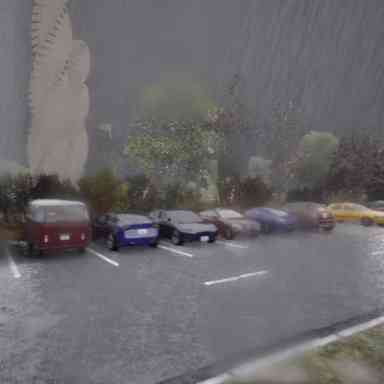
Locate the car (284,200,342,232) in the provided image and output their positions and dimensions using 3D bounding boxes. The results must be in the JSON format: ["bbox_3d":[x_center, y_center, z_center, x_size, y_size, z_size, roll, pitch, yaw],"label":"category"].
[{"bbox_3d":[6.306,1.376,20.343,2.185,1.767,4.553,0,0,-32],"label":"car"}]

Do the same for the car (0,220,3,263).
[{"bbox_3d":[-7.852,1.403,11.558,2.185,1.767,4.553,0,0,-32],"label":"car"}]

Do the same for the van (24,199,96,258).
[{"bbox_3d":[-5.479,1.307,13.205,1.878,1.987,4.442,0,0,-32],"label":"van"}]

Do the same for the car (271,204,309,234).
[{"bbox_3d":[3.946,1.552,18.911,2.002,1.452,4.674,0,0,-32],"label":"car"}]

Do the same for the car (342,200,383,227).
[{"bbox_3d":[11.065,1.458,23.113,1.946,1.575,5.366,0,0,-32],"label":"car"}]

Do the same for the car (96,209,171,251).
[{"bbox_3d":[-3.094,1.561,14.582,2.163,1.488,4.792,0,0,-32],"label":"car"}]

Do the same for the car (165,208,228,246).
[{"bbox_3d":[-0.724,1.560,15.982,2.163,1.488,4.792,0,0,-32],"label":"car"}]

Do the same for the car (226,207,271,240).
[{"bbox_3d":[1.603,1.563,17.464,2.002,1.452,4.674,0,0,-32],"label":"car"}]
